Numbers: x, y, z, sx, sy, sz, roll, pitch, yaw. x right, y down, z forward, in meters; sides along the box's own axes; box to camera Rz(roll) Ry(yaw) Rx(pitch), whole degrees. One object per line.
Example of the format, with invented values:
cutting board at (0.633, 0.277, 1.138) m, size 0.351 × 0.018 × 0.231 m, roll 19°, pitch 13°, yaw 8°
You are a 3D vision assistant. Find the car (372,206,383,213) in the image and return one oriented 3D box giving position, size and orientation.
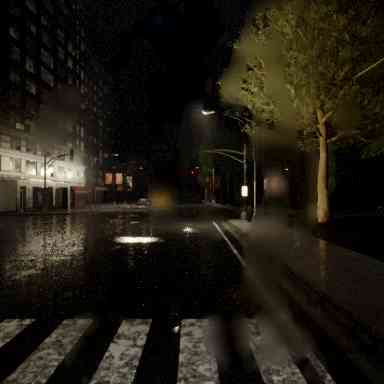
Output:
car at (41.779, 3.913, 74.422) m, size 4.892 × 1.490 × 1.837 m, roll 4°, pitch -3°, yaw -45°

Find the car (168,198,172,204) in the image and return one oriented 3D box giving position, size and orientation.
car at (-6.327, 2.126, 75.976) m, size 2.033 × 1.411 × 5.357 m, roll 0°, pitch -1°, yaw 0°

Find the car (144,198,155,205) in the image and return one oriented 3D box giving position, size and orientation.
car at (-9.578, 2.132, 75.517) m, size 1.994 × 1.385 × 4.181 m, roll 0°, pitch -1°, yaw 0°

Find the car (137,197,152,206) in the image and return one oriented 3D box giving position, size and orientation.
car at (-9.601, 2.008, 65.649) m, size 1.994 × 1.385 × 4.181 m, roll 0°, pitch -1°, yaw 0°

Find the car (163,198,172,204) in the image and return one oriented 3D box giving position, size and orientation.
car at (-6.303, 2.264, 86.178) m, size 1.812 × 1.442 × 4.674 m, roll 0°, pitch -1°, yaw 0°

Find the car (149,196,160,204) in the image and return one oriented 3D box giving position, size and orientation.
car at (-9.553, 1.960, 85.923) m, size 2.150 × 2.045 × 5.566 m, roll 0°, pitch -1°, yaw 0°

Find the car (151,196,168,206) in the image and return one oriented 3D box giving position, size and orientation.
car at (-6.350, 1.926, 65.976) m, size 1.882 × 1.535 × 5.008 m, roll 0°, pitch -1°, yaw 0°
